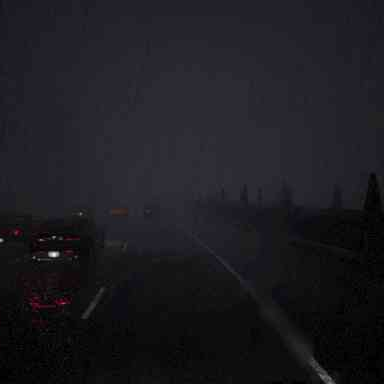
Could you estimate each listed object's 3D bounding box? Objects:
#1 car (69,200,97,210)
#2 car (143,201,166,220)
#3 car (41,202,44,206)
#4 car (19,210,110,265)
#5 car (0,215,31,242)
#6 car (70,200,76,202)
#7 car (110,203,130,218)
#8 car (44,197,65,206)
[{"bbox_3d":[-11.018,1.881,34.273,1.837,1.490,4.892,0,-1,-8],"label":"car"},{"bbox_3d":[-3.572,1.858,31.706,1.812,1.442,4.674,0,-1,-8],"label":"car"},{"bbox_3d":[-30.688,2.339,71.219,2.033,1.411,5.357,0,-1,-8],"label":"car"},{"bbox_3d":[-4.422,1.643,12.376,1.837,1.490,4.892,0,-1,-7],"label":"car"},{"bbox_3d":[-8.433,1.790,16.368,1.895,1.301,4.718,0,-1,-8],"label":"car"},{"bbox_3d":[-22.618,2.264,64.435,1.994,1.385,4.181,0,-1,-8],"label":"car"},{"bbox_3d":[-7.637,1.856,35.342,1.882,1.535,5.008,0,-1,-8],"label":"car"},{"bbox_3d":[-26.132,1.944,64.274,2.150,2.045,5.566,0,-1,-8],"label":"car"}]
